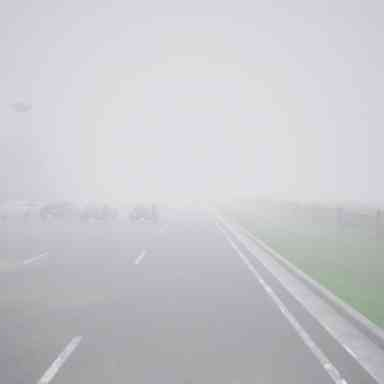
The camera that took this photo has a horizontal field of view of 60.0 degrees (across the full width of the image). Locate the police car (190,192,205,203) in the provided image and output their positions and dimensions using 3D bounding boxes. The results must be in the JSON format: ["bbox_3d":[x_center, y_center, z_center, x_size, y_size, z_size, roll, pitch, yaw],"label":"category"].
[{"bbox_3d":[1.058,1.305,67.772,1.930,1.638,5.238,0,0,0],"label":"police car"}]

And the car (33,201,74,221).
[{"bbox_3d":[-10.396,1.457,26.526,1.837,1.490,4.892,0,0,0],"label":"car"}]

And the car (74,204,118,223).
[{"bbox_3d":[-6.897,1.556,25.013,1.895,1.301,4.718,0,0,0],"label":"car"}]

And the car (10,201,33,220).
[{"bbox_3d":[-13.896,1.476,27.550,1.812,1.442,4.674,0,0,0],"label":"car"}]

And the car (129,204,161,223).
[{"bbox_3d":[-3.397,1.556,25.012,1.895,1.301,4.718,0,0,0],"label":"car"}]

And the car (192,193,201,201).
[{"bbox_3d":[1.060,1.203,83.632,2.097,1.767,4.553,0,0,0],"label":"car"}]

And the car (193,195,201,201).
[{"bbox_3d":[1.059,1.368,77.662,1.837,1.490,4.892,0,0,0],"label":"car"}]

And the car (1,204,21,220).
[{"bbox_3d":[-3.400,1.218,1.663,2.150,2.045,5.566,0,0,0],"label":"car"}]
